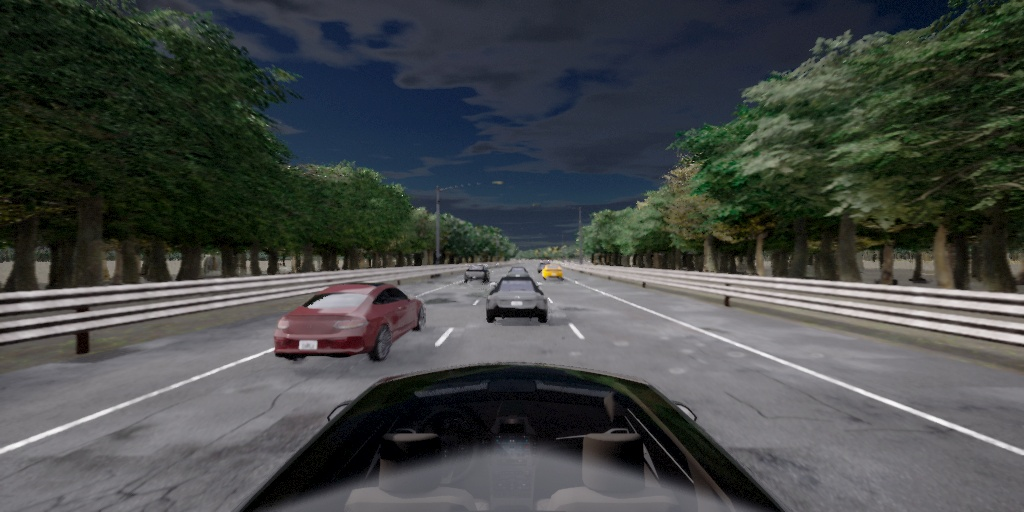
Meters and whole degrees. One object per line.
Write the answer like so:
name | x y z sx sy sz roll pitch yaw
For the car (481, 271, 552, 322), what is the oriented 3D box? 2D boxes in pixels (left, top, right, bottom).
car | 0.166 1.423 12.872 1.994 1.385 4.181 0 -1 1

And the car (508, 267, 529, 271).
car | 0.556 1.650 31.980 1.994 1.385 4.181 0 -1 2

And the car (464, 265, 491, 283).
car | -2.965 1.564 31.387 2.128 1.511 4.902 0 -1 2

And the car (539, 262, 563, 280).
car | 4.123 1.637 36.979 1.882 1.535 5.008 0 -1 2

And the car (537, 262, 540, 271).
car | 4.997 1.979 56.354 1.994 1.385 4.181 0 -1 3

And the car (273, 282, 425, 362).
car | -3.378 1.333 8.270 1.812 1.442 4.674 0 0 0
